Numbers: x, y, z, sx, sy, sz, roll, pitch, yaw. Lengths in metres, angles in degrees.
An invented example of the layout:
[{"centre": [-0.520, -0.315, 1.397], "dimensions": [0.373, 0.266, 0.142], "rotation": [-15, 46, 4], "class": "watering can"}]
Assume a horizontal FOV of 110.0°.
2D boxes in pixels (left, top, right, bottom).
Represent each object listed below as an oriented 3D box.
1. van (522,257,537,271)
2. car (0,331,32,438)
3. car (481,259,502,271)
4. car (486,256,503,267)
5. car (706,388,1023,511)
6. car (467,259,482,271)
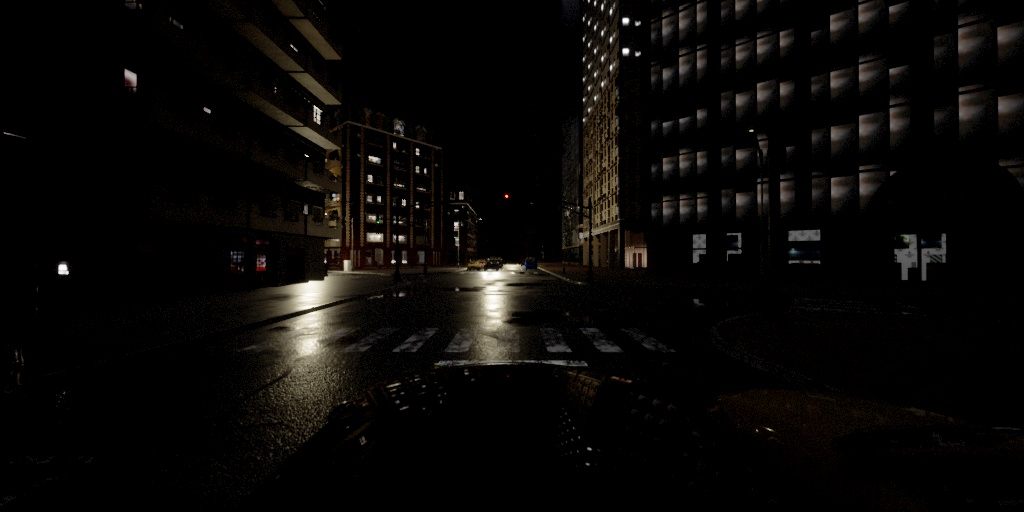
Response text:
[{"centre": [2.626, 1.136, 50.077], "dimensions": [1.690, 1.789, 3.998], "rotation": [0, 0, 0], "class": "van"}, {"centre": [-5.318, 1.064, 1.088], "dimensions": [2.192, 1.841, 5.009], "rotation": [0, 0, 0], "class": "car"}, {"centre": [-2.788, 1.395, 49.240], "dimensions": [1.895, 1.301, 4.718], "rotation": [0, 0, 0], "class": "car"}, {"centre": [-2.764, 1.038, 59.617], "dimensions": [2.150, 2.045, 5.566], "rotation": [0, 0, 0], "class": "car"}, {"centre": [2.563, 1.275, 1.254], "dimensions": [1.751, 1.417, 4.829], "rotation": [0, 0, 0], "class": "car"}, {"centre": [-5.255, 1.321, 49.917], "dimensions": [1.751, 1.417, 4.829], "rotation": [0, 0, 0], "class": "car"}]
